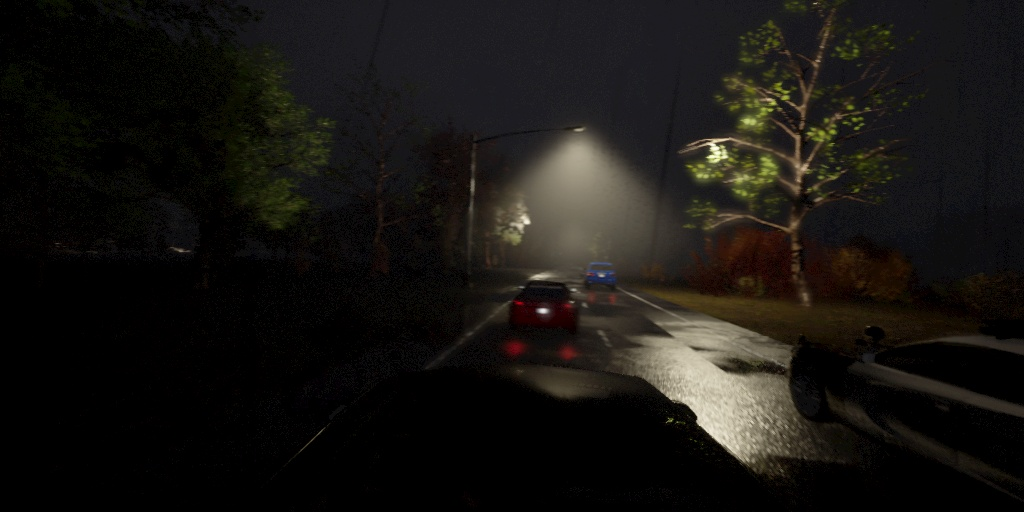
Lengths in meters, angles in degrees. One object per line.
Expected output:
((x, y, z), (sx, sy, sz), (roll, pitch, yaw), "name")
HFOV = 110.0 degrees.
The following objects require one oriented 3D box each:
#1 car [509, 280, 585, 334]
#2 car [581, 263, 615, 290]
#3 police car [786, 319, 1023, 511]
((1.090, 1.463, 11.525), (1.994, 1.385, 4.181), (2, -1, 7), "car")
((7.024, 1.569, 29.076), (2.150, 2.045, 5.566), (2, 0, 9), "car")
((4.694, 1.399, 3.216), (1.930, 1.638, 5.238), (2, -1, 7), "police car")
